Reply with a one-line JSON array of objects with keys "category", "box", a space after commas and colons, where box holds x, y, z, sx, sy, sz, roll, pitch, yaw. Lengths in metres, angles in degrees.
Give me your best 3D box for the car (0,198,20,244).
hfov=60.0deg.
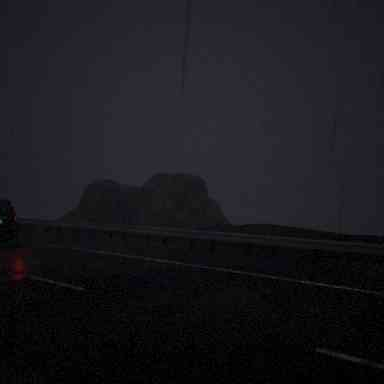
[{"category": "car", "box": [-9.789, 1.258, 14.307, 5.566, 2.045, 2.150, 0, 0, 31]}]
